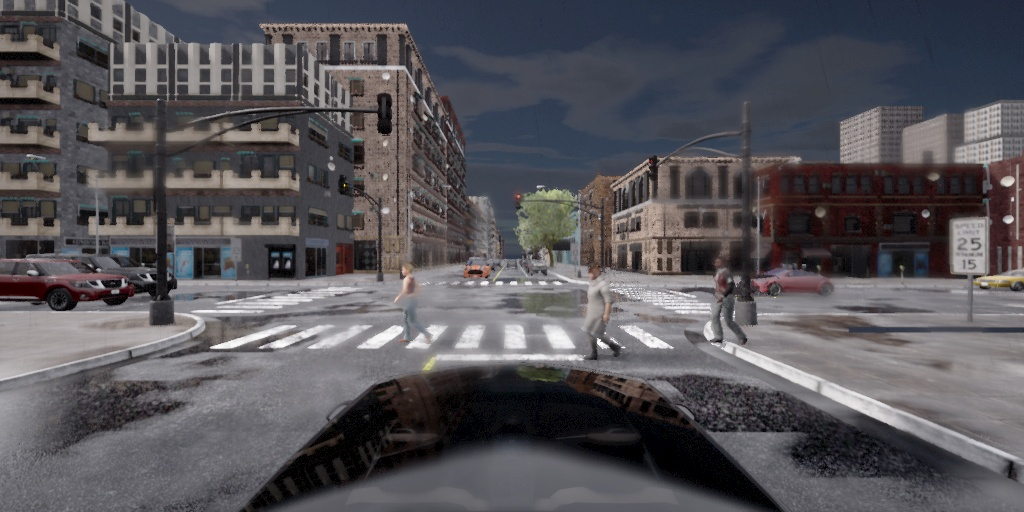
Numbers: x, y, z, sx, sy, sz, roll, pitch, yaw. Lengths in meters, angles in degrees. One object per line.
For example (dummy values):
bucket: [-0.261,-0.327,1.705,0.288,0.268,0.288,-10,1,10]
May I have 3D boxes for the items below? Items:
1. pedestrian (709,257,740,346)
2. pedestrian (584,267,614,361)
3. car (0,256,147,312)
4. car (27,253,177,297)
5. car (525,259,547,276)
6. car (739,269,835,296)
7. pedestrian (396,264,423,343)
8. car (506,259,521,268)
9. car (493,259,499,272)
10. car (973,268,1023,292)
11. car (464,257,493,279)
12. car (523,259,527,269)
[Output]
pedestrian: [4.417,0.901,7.494,0.375,1.860,0.375,0,0,0]
pedestrian: [1.667,1.042,6.893,0.375,1.860,0.375,0,0,0]
car: [-17.276,1.009,13.321,5.009,1.841,2.192,0,0,0]
car: [-18.309,0.912,15.901,5.566,2.045,2.150,0,0,0]
car: [2.693,1.317,37.038,2.007,1.370,4.403,0,0,0]
car: [14.720,1.380,19.335,4.181,1.385,1.994,0,0,0]
pedestrian: [-2.311,1.042,8.095,0.375,1.860,0.375,0,0,0]
car: [0.005,1.296,63.395,2.128,1.511,4.902,0,0,0]
car: [-3.086,1.284,46.727,1.837,1.490,4.892,0,0,0]
car: [31.442,1.418,22.043,4.829,1.417,1.751,0,0,0]
car: [-3.092,1.114,32.488,2.097,1.767,4.553,0,0,0]
car: [2.694,1.213,42.735,1.967,1.591,4.097,0,0,0]
